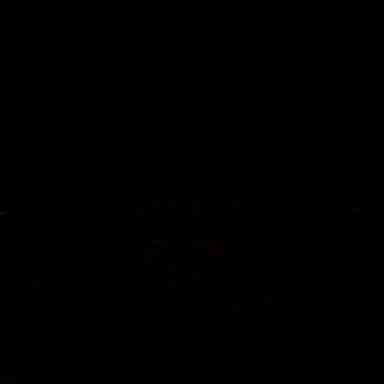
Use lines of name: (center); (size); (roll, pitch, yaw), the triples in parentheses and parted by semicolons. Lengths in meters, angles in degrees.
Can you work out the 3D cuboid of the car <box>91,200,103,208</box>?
car: (-16.328, 2.121, 56.382); (5.008, 1.535, 1.882); (0, -1, -37)
